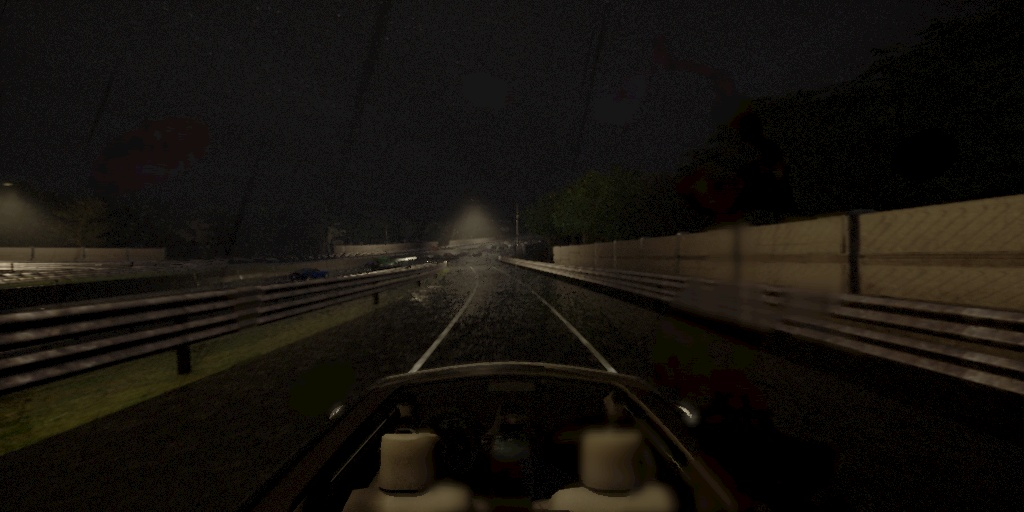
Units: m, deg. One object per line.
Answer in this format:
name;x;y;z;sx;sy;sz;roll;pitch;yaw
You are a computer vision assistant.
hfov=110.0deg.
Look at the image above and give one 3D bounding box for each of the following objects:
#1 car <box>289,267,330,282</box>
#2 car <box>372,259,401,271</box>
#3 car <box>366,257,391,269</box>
car;-23.157;2.041;41.179;1.882;1.535;5.008;0;2;9
car;-17.841;1.714;52.468;2.128;1.511;4.902;0;2;9
car;-20.539;1.214;57.762;2.150;2.045;5.566;0;3;9
